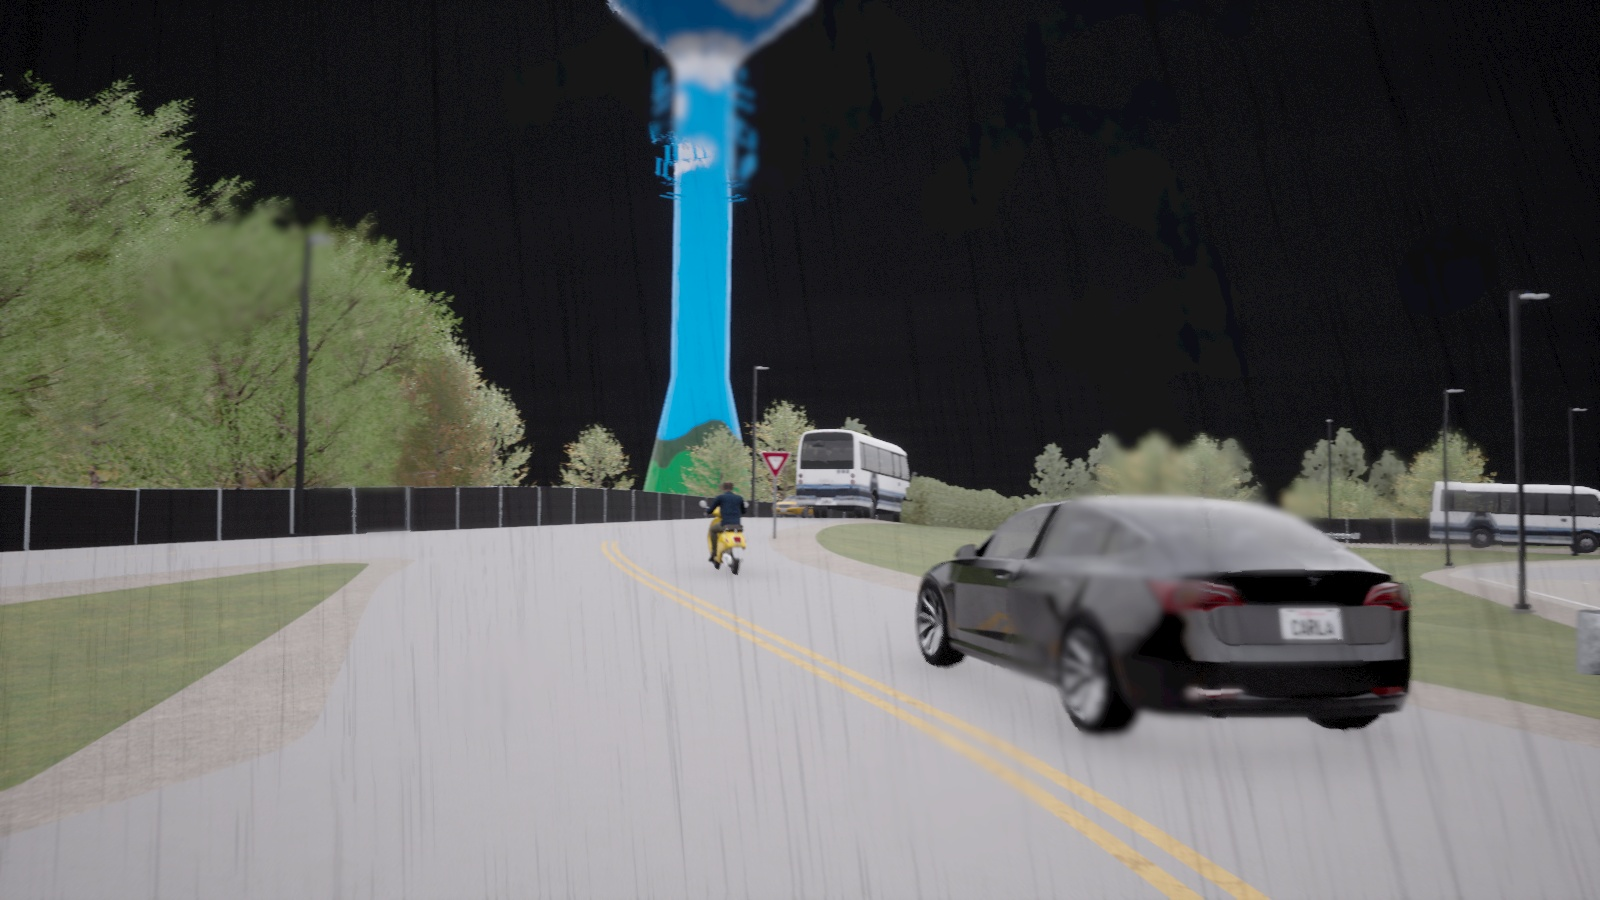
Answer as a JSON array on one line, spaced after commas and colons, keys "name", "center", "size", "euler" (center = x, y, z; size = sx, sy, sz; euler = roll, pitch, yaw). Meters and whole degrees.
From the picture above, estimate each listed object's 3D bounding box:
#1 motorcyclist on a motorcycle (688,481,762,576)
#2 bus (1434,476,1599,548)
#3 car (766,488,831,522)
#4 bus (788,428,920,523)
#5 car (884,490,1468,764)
[{"name": "motorcyclist on a motorcycle", "center": [-1.333, 1.347, 21.986], "size": [0.866, 1.590, 1.817], "euler": [1, -2, -17]}, {"name": "bus", "center": [46.483, 3.987, 80.497], "size": [10.273, 4.253, 3.944], "euler": [0, -4, 24]}, {"name": "car", "center": [-0.025, 3.004, 67.861], "size": [1.801, 1.575, 5.366], "euler": [-1, -5, 20]}, {"name": "bus", "center": [3.051, 1.558, 66.107], "size": [3.944, 4.253, 10.273], "euler": [-1, -5, 20]}, {"name": "car", "center": [2.359, 1.070, 9.515], "size": [2.163, 1.488, 4.792], "euler": [1, -2, -13]}]
